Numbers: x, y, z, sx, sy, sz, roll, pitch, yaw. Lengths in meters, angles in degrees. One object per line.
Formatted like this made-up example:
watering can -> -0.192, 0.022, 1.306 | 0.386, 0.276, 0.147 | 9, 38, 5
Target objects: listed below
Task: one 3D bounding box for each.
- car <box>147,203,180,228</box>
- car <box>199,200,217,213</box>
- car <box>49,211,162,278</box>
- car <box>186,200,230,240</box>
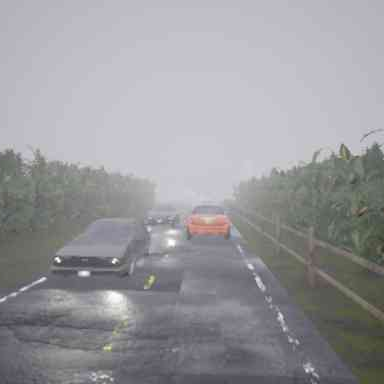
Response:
car -> -1.845, 1.548, 22.470 | 1.837, 1.490, 4.892 | 1, -1, 3
car -> 1.963, 1.698, 40.953 | 2.033, 1.411, 5.357 | 1, 0, 3
car -> -2.417, 1.548, 10.485 | 2.033, 1.411, 5.357 | 1, 0, 3
car -> 0.868, 1.409, 17.656 | 2.097, 1.767, 4.553 | 1, 0, 3
